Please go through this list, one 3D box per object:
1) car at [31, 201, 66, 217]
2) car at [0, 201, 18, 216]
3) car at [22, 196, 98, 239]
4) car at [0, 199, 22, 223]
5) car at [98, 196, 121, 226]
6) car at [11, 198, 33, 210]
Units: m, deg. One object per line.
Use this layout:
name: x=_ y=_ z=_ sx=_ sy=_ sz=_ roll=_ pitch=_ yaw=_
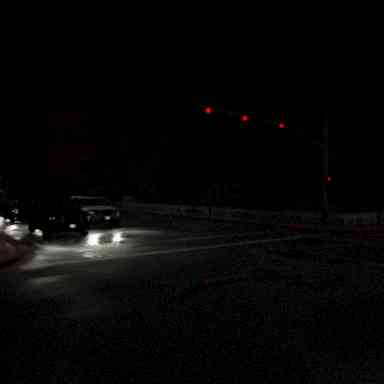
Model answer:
car: x=-14.487 y=1.631 z=33.401 sx=2.033 sy=1.411 sz=5.357 roll=1 pitch=0 yaw=-37
car: x=-19.096 y=1.644 z=33.717 sx=1.895 sy=1.301 sz=4.718 roll=1 pitch=0 yaw=-37
car: x=-7.338 y=1.270 z=18.084 sx=2.150 sy=2.045 sz=5.566 roll=1 pitch=0 yaw=-37
car: x=-13.158 y=1.398 z=25.820 sx=2.097 sy=1.767 sz=4.553 roll=1 pitch=0 yaw=-37
car: x=-7.033 y=1.308 z=23.499 sx=2.150 sy=2.045 sz=5.566 roll=1 pitch=0 yaw=-37
car: x=-22.764 y=1.605 z=44.494 sx=1.812 sy=1.442 sz=4.674 roll=1 pitch=-1 yaw=-36
